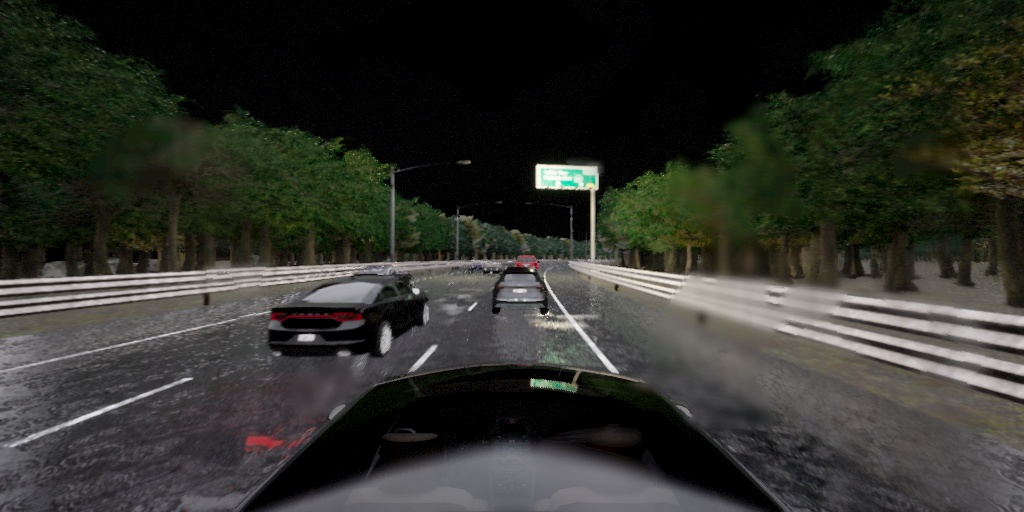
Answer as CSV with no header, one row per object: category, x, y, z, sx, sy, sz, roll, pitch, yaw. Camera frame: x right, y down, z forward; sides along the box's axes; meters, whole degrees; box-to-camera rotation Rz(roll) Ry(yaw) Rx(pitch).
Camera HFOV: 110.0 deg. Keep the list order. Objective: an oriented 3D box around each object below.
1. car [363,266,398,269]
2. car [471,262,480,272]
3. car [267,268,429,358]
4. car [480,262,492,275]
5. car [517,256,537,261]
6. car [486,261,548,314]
car,-6.582,1.237,18.460,2.128,1.511,4.902,0,0,3
car,-4.250,1.455,49.601,1.895,1.301,4.718,0,0,7
car,-3.389,1.221,8.492,1.882,1.535,5.008,0,0,1
car,-1.865,1.401,38.864,1.895,1.301,4.718,0,0,6
car,1.496,1.012,34.706,2.150,2.045,5.566,0,0,5
car,0.324,1.186,13.892,2.033,1.649,4.856,0,0,2
